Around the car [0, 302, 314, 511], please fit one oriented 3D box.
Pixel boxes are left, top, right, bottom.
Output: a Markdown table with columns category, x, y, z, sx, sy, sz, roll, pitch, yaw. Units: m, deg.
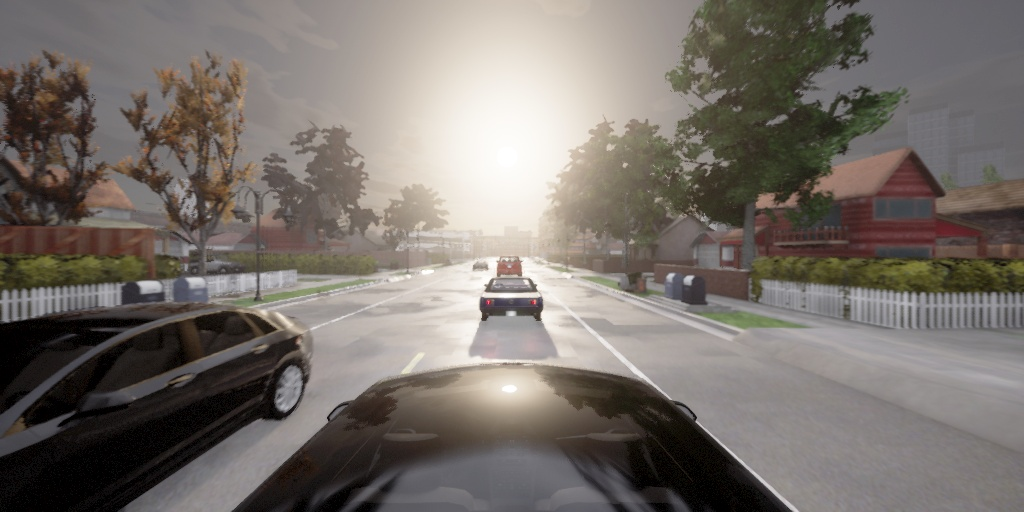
| category | x | y | z | sx | sy | sz | roll | pitch | yaw |
| --- | --- | --- | --- | --- | --- | --- | --- | --- | --- |
| car | -3.636 | 1.251 | 3.032 | 1.837 | 1.490 | 4.892 | 0 | 0 | -1 |

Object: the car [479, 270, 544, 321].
| category | x | y | z | sx | sy | sz | roll | pitch | yaw |
| --- | --- | --- | --- | --- | --- | --- | --- | --- | --- |
| car | -0.036 | 1.348 | 12.425 | 1.895 | 1.301 | 4.718 | 0 | 0 | -1 |

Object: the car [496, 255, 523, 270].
| category | x | y | z | sx | sy | sz | roll | pitch | yaw |
| --- | --- | --- | --- | --- | --- | --- | --- | --- | --- |
| car | -0.230 | 0.935 | 31.383 | 2.150 | 2.045 | 5.566 | 0 | 0 | -1 |

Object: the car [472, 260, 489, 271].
| category | x | y | z | sx | sy | sz | roll | pitch | yaw |
| --- | --- | --- | --- | --- | --- | --- | --- | --- | --- |
| car | -4.074 | 1.188 | 47.331 | 1.994 | 1.385 | 4.181 | 0 | 0 | 0 |
